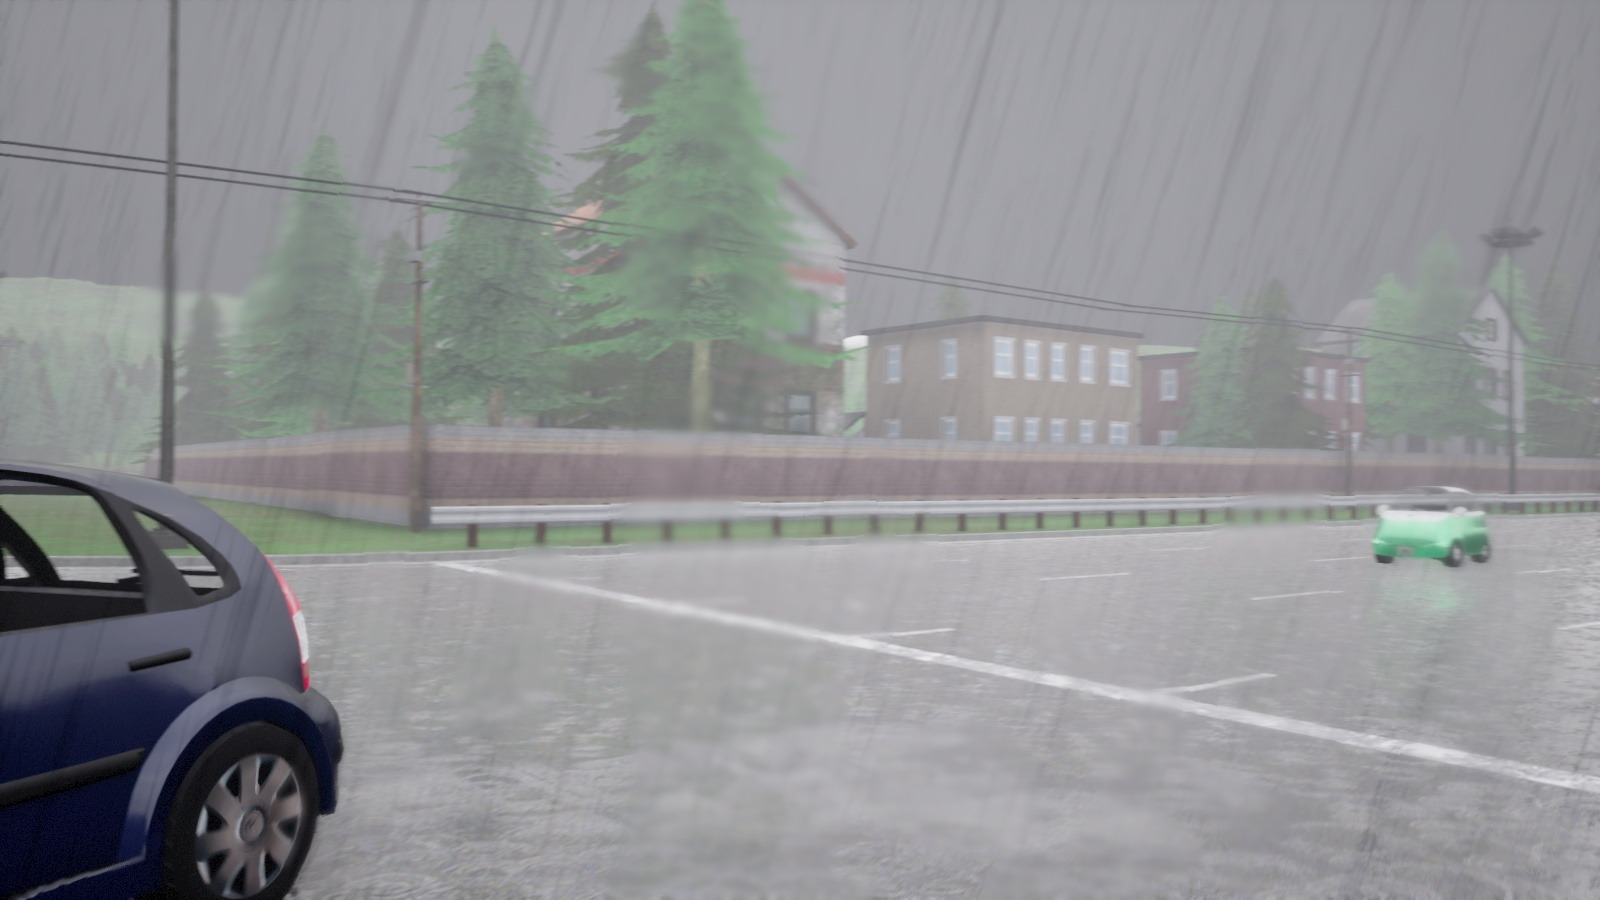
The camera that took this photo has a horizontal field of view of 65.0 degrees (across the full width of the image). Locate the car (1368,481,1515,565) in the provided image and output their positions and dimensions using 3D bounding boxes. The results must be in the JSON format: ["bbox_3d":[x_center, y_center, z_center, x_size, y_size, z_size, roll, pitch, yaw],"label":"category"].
[{"bbox_3d":[11.291,1.240,22.086,2.207,1.376,1.481,1,-1,-37],"label":"car"}]

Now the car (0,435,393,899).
[{"bbox_3d":[-3.133,0.770,3.276,1.851,1.617,3.988,0,-1,21],"label":"car"}]
